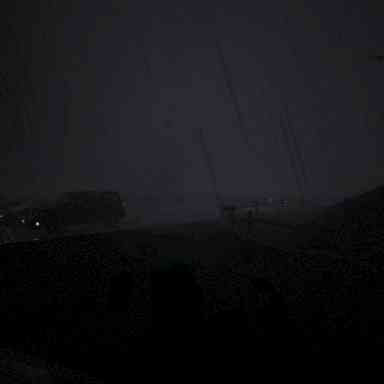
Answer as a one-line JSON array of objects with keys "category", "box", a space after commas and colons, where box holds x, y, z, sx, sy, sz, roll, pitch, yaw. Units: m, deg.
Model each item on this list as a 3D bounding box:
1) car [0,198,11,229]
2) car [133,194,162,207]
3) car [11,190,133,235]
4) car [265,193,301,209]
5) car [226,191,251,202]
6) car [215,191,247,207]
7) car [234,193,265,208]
[{"category": "car", "box": [-9.239, 1.234, 19.533, 1.812, 1.442, 4.674, 1, 1, 40]}, {"category": "car", "box": [-5.584, 0.993, 40.067, 1.812, 1.442, 4.674, 1, 1, 40]}, {"category": "car", "box": [-6.155, 0.961, 17.769, 2.150, 2.045, 5.566, 1, 2, 40]}, {"category": "car", "box": [10.486, 0.931, 37.313, 2.097, 1.767, 4.553, 1, 1, 41]}, {"category": "car", "box": [7.794, 0.701, 55.553, 2.097, 1.767, 4.553, 1, 1, 41]}, {"category": "car", "box": [4.826, 1.004, 41.472, 1.837, 1.490, 4.892, 1, 1, 41]}, {"category": "car", "box": [7.236, 1.108, 38.906, 1.994, 1.385, 4.181, 1, 1, 41]}]
